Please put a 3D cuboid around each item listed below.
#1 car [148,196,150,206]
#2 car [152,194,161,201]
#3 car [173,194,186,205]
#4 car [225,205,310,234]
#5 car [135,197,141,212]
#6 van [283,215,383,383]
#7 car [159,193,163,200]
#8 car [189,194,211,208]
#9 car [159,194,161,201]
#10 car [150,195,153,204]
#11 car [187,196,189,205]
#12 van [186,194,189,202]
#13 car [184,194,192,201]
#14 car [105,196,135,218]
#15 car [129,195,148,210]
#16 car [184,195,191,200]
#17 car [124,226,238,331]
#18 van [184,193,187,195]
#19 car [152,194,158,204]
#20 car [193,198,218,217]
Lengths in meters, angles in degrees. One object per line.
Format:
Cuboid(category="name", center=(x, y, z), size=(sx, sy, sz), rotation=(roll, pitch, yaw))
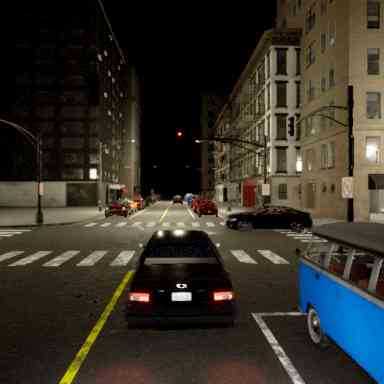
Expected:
Cuboid(category="car", center=(-7.341, 1.525, 46.274), size=(1.752, 1.417, 4.829), rotation=(0, 0, -2))
Cuboid(category="car", center=(-8.986, 1.427, 84.275), size=(1.967, 1.590, 4.097), rotation=(0, 0, -2))
Cuboid(category="car", center=(-2.571, 1.543, 60.650), size=(2.033, 1.411, 5.357), rotation=(0, 0, -2))
Cuboid(category="car", center=(4.334, 1.528, 19.021), size=(4.902, 1.511, 2.128), rotation=(0, 0, -3))
Cuboid(category="car", center=(-6.873, 1.526, 35.465), size=(1.752, 1.417, 4.829), rotation=(0, 0, -2))
Cuboid(category="van", center=(2.534, 1.341, 3.723), size=(1.690, 1.788, 3.998), rotation=(0, 0, -2))
Cuboid(category="car", center=(-8.752, 1.304, 78.870), size=(2.192, 1.841, 5.009), rotation=(0, 0, -2))
Cuboid(category="car", center=(1.137, 1.315, 35.982), size=(2.192, 1.841, 5.009), rotation=(0, 0, -2))
Cuboid(category="car", center=(-8.518, 1.572, 73.466), size=(1.802, 1.307, 4.206), rotation=(0, 0, -2))
Cuboid(category="car", center=(-7.582, 1.564, 51.848), size=(1.947, 1.339, 4.313), rotation=(0, 0, -2))
Cuboid(category="car", center=(0.669, 1.544, 46.791), size=(1.887, 1.381, 4.507), rotation=(0, 0, -2))
Cuboid(category="van", center=(0.435, 1.339, 52.196), size=(1.690, 1.788, 3.998), rotation=(0, 0, -2))
Cuboid(category="car", center=(-0.969, 1.427, 84.622), size=(1.967, 1.590, 4.097), rotation=(0, 0, -2))
Cuboid(category="car", center=(-6.646, 1.440, 30.231), size=(1.967, 1.590, 4.097), rotation=(0, 0, -2))
Cuboid(category="car", center=(-7.114, 1.315, 41.039), size=(2.192, 1.841, 5.009), rotation=(0, 0, -2))
Cuboid(category="car", center=(-1.203, 1.530, 90.026), size=(1.887, 1.381, 4.507), rotation=(0, 0, -2))
Cuboid(category="car", center=(-0.260, 1.547, 7.278), size=(2.033, 1.411, 5.357), rotation=(0, 0, -2))
Cuboid(category="van", center=(-0.501, 1.332, 73.813), size=(1.690, 1.788, 3.998), rotation=(0, 0, -2))
Cuboid(category="car", center=(-8.050, 1.545, 62.657), size=(2.008, 1.369, 4.403), rotation=(0, 0, -2))
Cuboid(category="car", center=(1.371, 1.545, 30.578), size=(1.887, 1.381, 4.507), rotation=(0, 0, -2))
